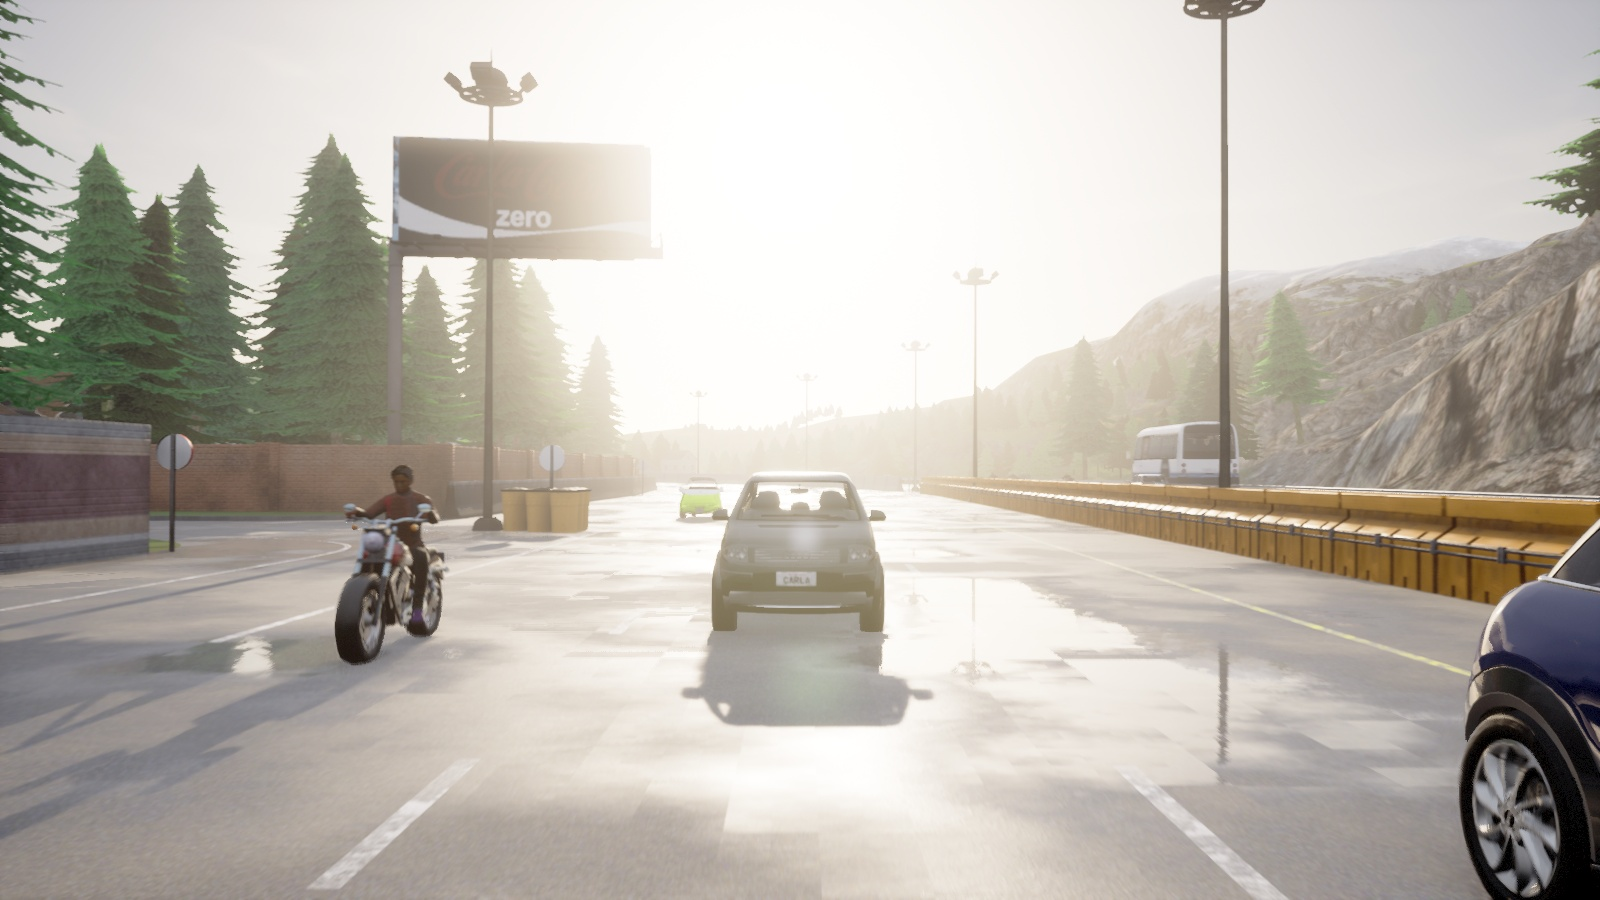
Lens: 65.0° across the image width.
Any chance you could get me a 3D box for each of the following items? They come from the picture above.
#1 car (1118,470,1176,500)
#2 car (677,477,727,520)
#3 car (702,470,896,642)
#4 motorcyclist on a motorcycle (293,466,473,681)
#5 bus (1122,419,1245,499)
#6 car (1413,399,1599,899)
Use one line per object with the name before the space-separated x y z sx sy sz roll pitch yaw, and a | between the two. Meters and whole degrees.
car | 18.030 1.802 65.377 1.970 1.475 3.806 0 -1 1
car | -3.223 1.577 41.545 1.481 1.376 2.207 0 -1 0
car | 0.003 1.013 13.471 1.789 1.549 3.705 0 0 0
motorcyclist on a motorcycle | -3.516 0.961 10.839 0.766 1.649 2.350 0 -1 0
bus | 21.594 0.551 71.624 3.944 4.253 10.273 0 -1 1
car | 3.492 0.704 2.698 2.097 1.767 4.553 0 -1 0
